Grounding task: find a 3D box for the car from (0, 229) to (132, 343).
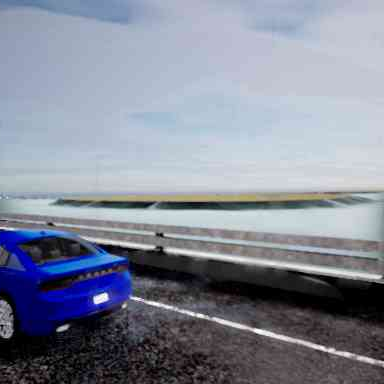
[{"bbox_3d":[-3.383,1.475,6.538,5.008,1.535,1.882,0,0,36],"label":"car"}]
